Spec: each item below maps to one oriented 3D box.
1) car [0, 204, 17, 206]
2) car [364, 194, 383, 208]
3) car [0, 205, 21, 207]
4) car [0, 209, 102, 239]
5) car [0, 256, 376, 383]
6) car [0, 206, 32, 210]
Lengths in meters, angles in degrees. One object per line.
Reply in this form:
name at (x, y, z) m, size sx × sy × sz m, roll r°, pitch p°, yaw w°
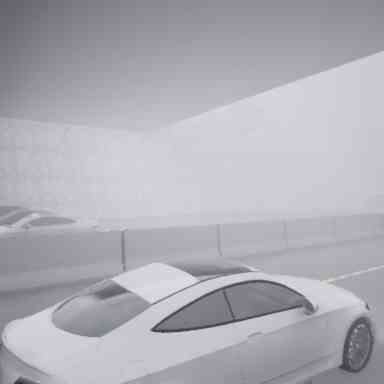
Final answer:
car at (-12.104, 1.530, 21.149) m, size 4.674 × 1.442 × 1.812 m, roll 0°, pitch 0°, yaw -35°
car at (27.989, 1.317, 49.525) m, size 5.566 × 2.045 × 2.150 m, roll 0°, pitch 0°, yaw -35°
car at (-10.823, 1.603, 17.765) m, size 4.718 × 1.301 × 1.895 m, roll 0°, pitch 0°, yaw -35°
car at (-5.820, 1.530, 12.734) m, size 4.674 × 1.442 × 1.812 m, roll 0°, pitch 0°, yaw -35°
car at (0.302, 1.531, 3.957) m, size 4.674 × 1.442 × 1.812 m, roll 0°, pitch 0°, yaw -35°
car at (-7.750, 1.552, 15.656) m, size 5.357 × 1.411 × 2.033 m, roll 0°, pitch 0°, yaw -35°
